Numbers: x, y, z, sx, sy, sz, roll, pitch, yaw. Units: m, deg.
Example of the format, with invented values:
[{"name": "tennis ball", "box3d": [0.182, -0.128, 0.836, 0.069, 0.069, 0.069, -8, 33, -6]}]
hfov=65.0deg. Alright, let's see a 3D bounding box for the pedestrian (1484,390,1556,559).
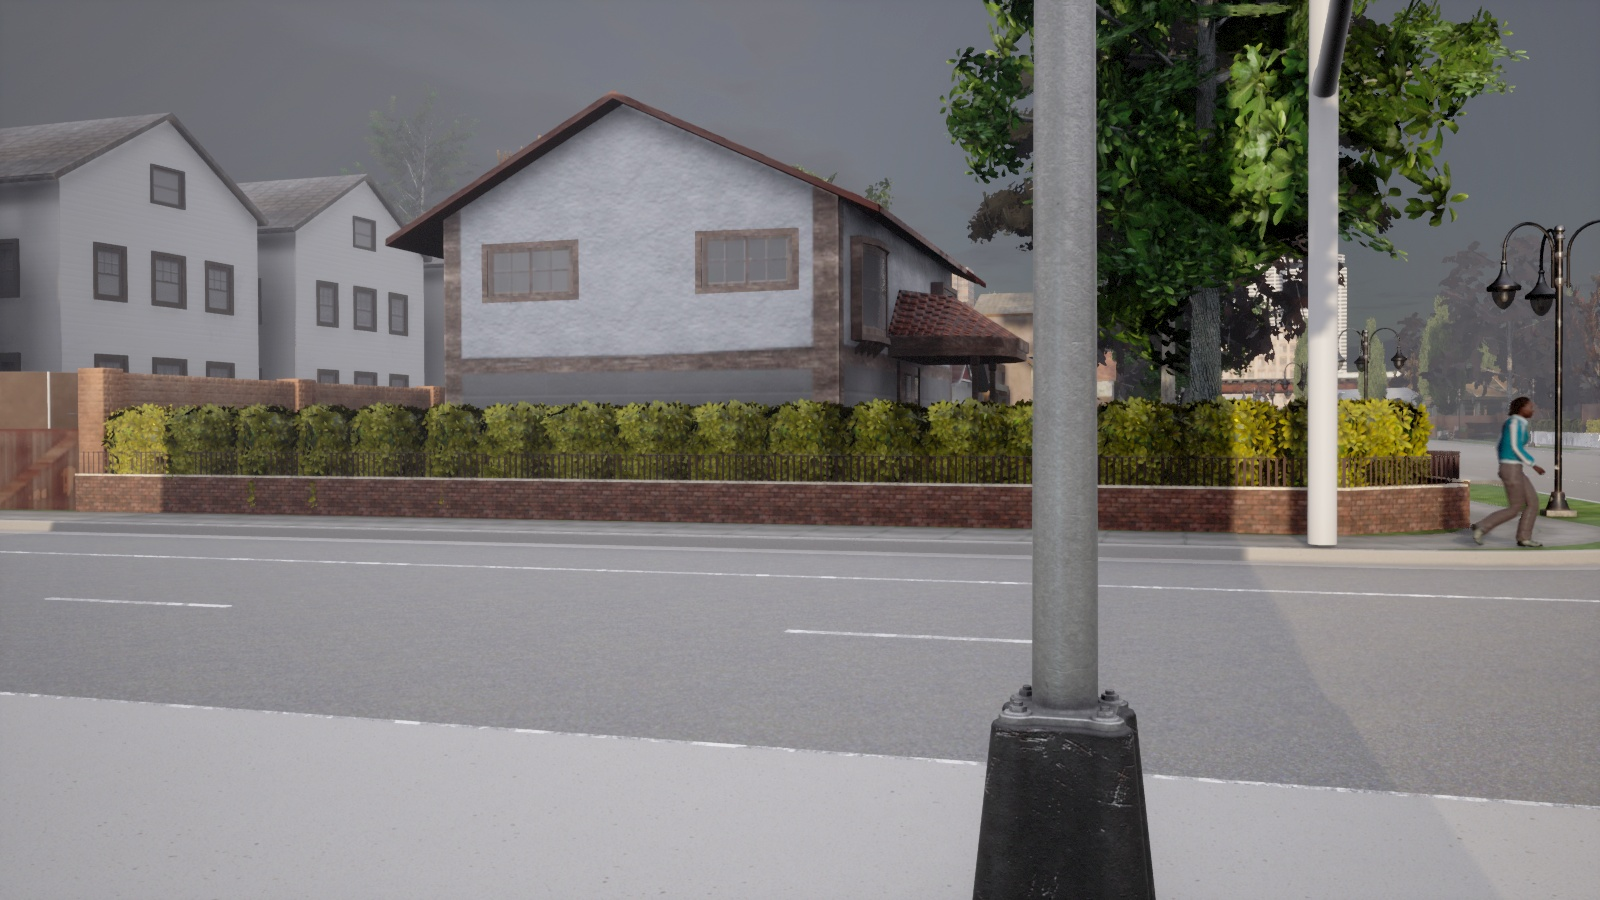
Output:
[{"name": "pedestrian", "box3d": [8.442, 0.276, 14.742, 0.692, 1.930, 0.396, 1, 1, 26]}]
